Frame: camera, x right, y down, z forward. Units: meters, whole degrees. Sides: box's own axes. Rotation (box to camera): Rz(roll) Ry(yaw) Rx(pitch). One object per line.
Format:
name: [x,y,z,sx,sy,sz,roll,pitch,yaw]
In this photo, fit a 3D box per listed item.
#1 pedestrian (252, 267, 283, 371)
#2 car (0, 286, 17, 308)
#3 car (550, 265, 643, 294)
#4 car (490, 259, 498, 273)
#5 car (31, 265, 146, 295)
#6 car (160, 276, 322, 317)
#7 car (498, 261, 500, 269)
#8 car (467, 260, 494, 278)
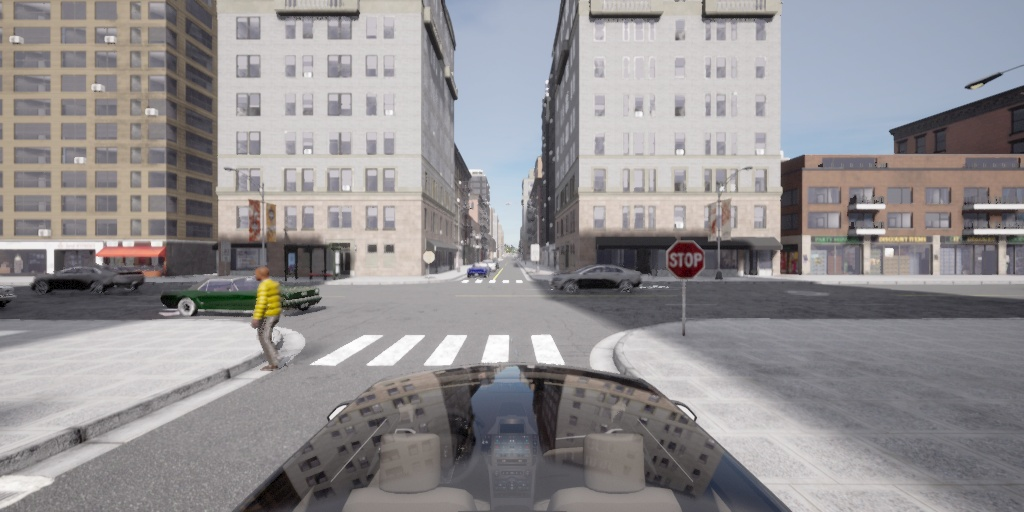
pedestrian: [-4.209,1.041,6.179,0.375,1.860,0.375,0,0,0]
car: [-21.209,1.382,12.874,4.718,1.301,1.895,0,0,0]
car: [4.547,1.223,19.563,4.902,1.511,2.128,0,0,0]
car: [-2.972,1.269,44.005,1.812,1.442,4.674,0,0,0]
car: [-23.039,1.267,19.578,4.902,1.511,2.128,0,0,0]
car: [-9.236,1.363,12.470,4.718,1.301,1.895,0,0,7]
car: [-2.936,1.250,57.163,1.837,1.490,4.892,0,0,0]
car: [-3.045,1.343,33.688,1.895,1.301,4.718,0,0,2]
